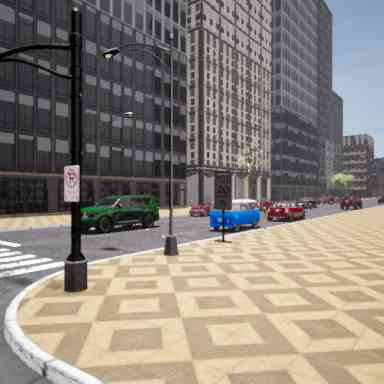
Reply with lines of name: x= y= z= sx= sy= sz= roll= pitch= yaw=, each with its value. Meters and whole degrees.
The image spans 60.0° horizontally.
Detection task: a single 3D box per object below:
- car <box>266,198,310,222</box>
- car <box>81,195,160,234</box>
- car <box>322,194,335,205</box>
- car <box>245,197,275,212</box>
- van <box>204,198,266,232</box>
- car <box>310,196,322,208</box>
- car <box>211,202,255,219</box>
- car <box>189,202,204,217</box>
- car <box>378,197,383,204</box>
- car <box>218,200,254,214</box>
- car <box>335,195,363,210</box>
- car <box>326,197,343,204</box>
car: x=7.684 y=1.469 z=26.839 sx=1.967 sy=1.590 sz=4.097 roll=0 pitch=0 yaw=38
car: x=-4.399 y=1.233 z=20.035 sx=2.150 sy=2.045 sz=5.566 roll=0 pitch=0 yaw=39
car: x=25.291 y=1.375 z=62.463 sx=2.192 sy=1.841 sz=5.009 roll=0 pitch=0 yaw=38
car: x=8.264 y=1.466 z=40.463 sx=1.967 sy=1.590 sz=4.097 roll=0 pitch=0 yaw=38
van: x=2.704 y=1.365 z=20.224 sx=1.690 sy=1.788 sz=3.998 roll=0 pitch=0 yaw=38
car: x=15.725 y=1.532 z=45.931 sx=2.128 sy=1.511 sz=4.902 roll=0 pitch=0 yaw=38
car: x=3.897 y=1.622 z=30.790 sx=1.895 sy=1.301 sz=4.718 roll=0 pitch=0 yaw=38
car: x=1.453 y=1.598 z=31.663 sx=1.802 sy=1.307 sz=4.206 roll=0 pitch=0 yaw=38
car: x=38.332 y=1.655 z=66.437 sx=1.947 sy=1.339 sz=4.313 roll=0 pitch=0 yaw=38
car: x=4.858 y=1.565 z=36.063 sx=1.887 sy=1.381 sz=4.507 roll=0 pitch=0 yaw=38
car: x=21.306 y=1.365 z=44.439 sx=2.192 sy=1.841 sz=5.009 roll=0 pitch=0 yaw=38
car: x=28.696 y=1.619 z=66.862 sx=2.008 sy=1.369 sz=4.403 roll=0 pitch=0 yaw=38
